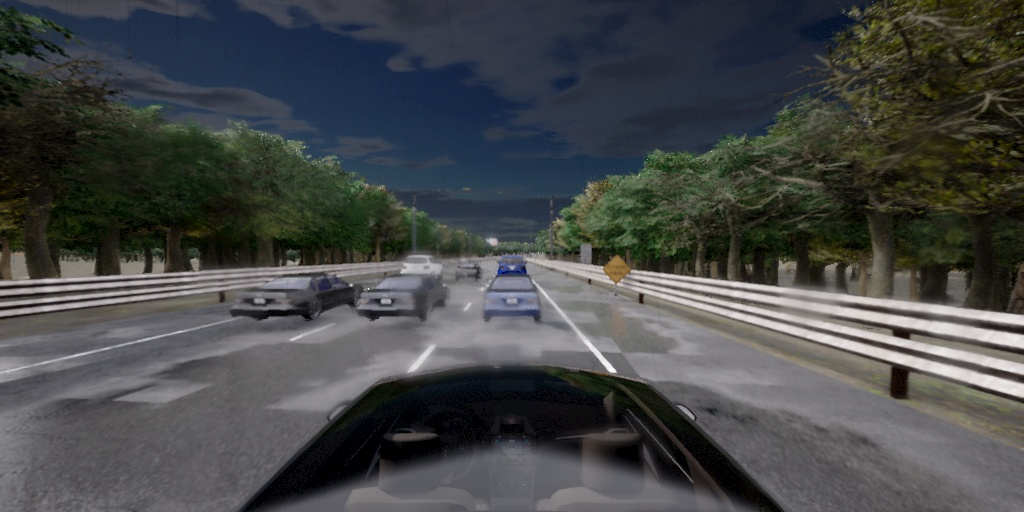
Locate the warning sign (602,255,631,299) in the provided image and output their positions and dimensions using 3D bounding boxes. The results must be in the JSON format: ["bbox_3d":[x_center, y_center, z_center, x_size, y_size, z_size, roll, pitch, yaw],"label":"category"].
[{"bbox_3d":[4.547,0.875,15.759,1.300,1.860,1.060,0,0,0],"label":"warning sign"}]

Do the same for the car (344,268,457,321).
[{"bbox_3d":[-3.477,1.305,12.457,2.033,1.411,5.357,0,0,0],"label":"car"}]

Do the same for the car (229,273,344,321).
[{"bbox_3d":[-6.977,1.305,12.458,2.033,1.411,5.357,0,0,0],"label":"car"}]

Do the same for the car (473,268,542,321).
[{"bbox_3d":[0.023,1.305,12.445,2.033,1.411,5.357,0,0,0],"label":"car"}]

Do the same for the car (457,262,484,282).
[{"bbox_3d":[-3.461,1.260,29.599,2.128,1.511,4.902,0,0,0],"label":"car"}]

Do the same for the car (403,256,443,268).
[{"bbox_3d":[-6.970,0.991,28.492,2.150,2.045,5.566,0,0,0],"label":"car"}]

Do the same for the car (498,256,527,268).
[{"bbox_3d":[0.031,0.991,28.539,2.150,2.045,5.566,0,0,0],"label":"car"}]
